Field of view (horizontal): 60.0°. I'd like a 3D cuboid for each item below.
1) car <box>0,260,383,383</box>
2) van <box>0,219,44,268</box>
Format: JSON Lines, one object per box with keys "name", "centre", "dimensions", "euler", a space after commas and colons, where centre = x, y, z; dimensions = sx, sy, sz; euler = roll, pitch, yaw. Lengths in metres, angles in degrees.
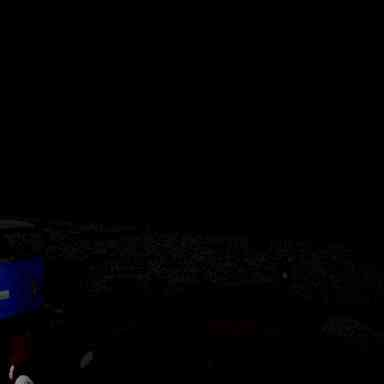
{"name": "car", "centre": [0.174, 1.543, 2.840], "dimensions": [4.507, 1.381, 1.887], "euler": [0, 0, 35]}
{"name": "van", "centre": [-4.394, 1.334, 6.094], "dimensions": [3.998, 1.788, 1.690], "euler": [0, 0, 35]}
